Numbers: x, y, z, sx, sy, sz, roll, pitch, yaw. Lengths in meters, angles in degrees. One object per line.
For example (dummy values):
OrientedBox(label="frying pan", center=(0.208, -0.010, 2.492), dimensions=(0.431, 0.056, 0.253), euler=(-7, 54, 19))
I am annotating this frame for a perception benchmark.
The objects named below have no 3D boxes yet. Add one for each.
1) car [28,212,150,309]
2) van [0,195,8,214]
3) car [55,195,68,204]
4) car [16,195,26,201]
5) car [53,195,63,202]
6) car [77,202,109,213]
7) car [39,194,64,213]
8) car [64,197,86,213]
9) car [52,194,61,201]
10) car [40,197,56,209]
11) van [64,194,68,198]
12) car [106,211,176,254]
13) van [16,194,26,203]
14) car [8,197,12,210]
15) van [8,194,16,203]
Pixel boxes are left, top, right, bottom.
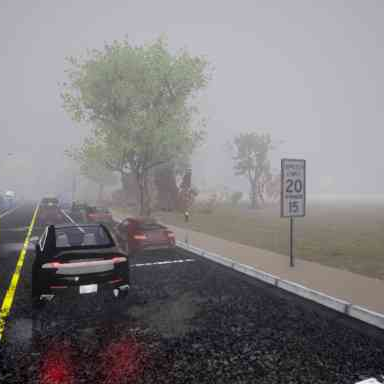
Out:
OrientedBox(label="car", center=(-2.817, 1.486, 8.058), dimensions=(2.128, 1.511, 4.902), euler=(0, 0, -24))
OrientedBox(label="van", center=(-20.567, 1.332, 34.495), dimensions=(1.690, 1.788, 3.998), euler=(-1, 0, -24))
OrientedBox(label="car", center=(-24.816, 1.401, 63.121), dimensions=(1.967, 1.590, 4.097), euler=(-1, 0, -24))
OrientedBox(label="car", center=(-41.070, 1.511, 80.022), dimensions=(1.887, 1.381, 4.507), euler=(-1, 0, -24))
OrientedBox(label="car", center=(-31.642, 1.517, 78.280), dimensions=(1.947, 1.339, 4.313), euler=(-1, 0, -24))
OrientedBox(label="car", center=(-6.525, 1.563, 22.742), dimensions=(1.802, 1.307, 4.206), euler=(-1, 0, -24))
OrientedBox(label="car", center=(-15.404, 1.331, 36.131), dimensions=(2.097, 1.767, 4.553), euler=(0, 0, -24))
OrientedBox(label="car", center=(-11.161, 1.527, 32.808), dimensions=(2.008, 1.369, 4.403), euler=(-1, 0, -24))
OrientedBox(label="car", center=(-33.919, 1.389, 83.331), dimensions=(1.967, 1.590, 4.097), euler=(-1, 0, -24))
OrientedBox(label="car", center=(-19.669, 1.452, 45.472), dimensions=(1.882, 1.535, 5.008), euler=(0, 0, -24))
OrientedBox(label="van", center=(-22.542, 1.304, 58.068), dimensions=(1.690, 1.788, 3.998), euler=(-1, 0, -24))
OrientedBox(label="car", center=(-1.940, 1.569, 12.650), dimensions=(1.802, 1.307, 4.206), euler=(-1, 0, -24))
OrientedBox(label="van", center=(-36.515, 1.313, 69.904), dimensions=(1.690, 1.788, 3.998), euler=(-1, 0, -24))
OrientedBox(label="car", center=(-22.842, 1.570, 39.554), dimensions=(1.802, 1.307, 4.206), euler=(-1, 0, -24))
OrientedBox(label="van", center=(-25.124, 1.327, 44.611), dimensions=(1.690, 1.788, 3.998), euler=(-1, 0, -24))
